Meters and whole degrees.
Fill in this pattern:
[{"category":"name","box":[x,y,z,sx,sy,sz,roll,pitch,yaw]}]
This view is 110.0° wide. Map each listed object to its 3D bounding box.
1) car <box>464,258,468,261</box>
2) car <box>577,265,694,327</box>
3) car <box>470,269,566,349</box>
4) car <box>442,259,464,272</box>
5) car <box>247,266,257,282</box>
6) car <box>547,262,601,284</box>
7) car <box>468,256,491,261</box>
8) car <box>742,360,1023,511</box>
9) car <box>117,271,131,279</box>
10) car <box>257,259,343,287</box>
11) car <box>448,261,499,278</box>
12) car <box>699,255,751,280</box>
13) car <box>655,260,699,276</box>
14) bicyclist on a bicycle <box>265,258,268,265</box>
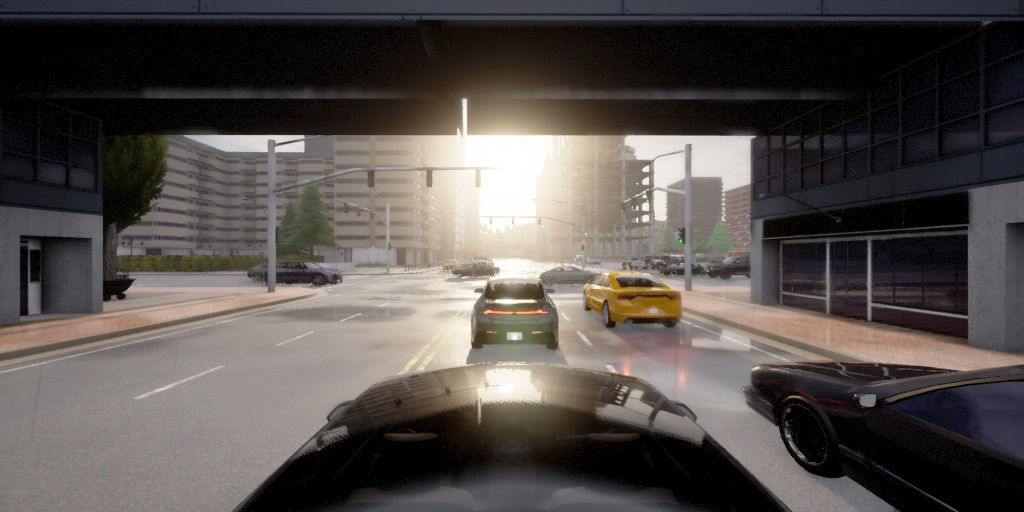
[{"category":"car","box":[-8.041,1.228,57.249,1.882,1.535,5.008,0,0,0]},{"category":"car","box":[3.578,1.228,11.513,1.882,1.535,5.008,0,0,0]},{"category":"car","box":[0.066,1.255,9.143,1.837,1.490,4.892,0,0,0]},{"category":"car","box":[-7.990,1.228,47.676,1.882,1.535,5.008,0,0,0]},{"category":"car","box":[-17.473,1.241,27.478,4.902,1.511,2.128,0,0,-1]},{"category":"car","box":[3.894,1.314,24.219,4.181,1.385,1.994,0,0,-1]},{"category":"car","box":[-4.506,0.971,50.558,2.150,2.045,5.566,0,0,0]},{"category":"car","box":[3.600,1.297,1.687,2.033,1.411,5.357,0,0,0]},{"category":"car","box":[-28.489,1.256,23.917,4.892,1.490,1.837,0,0,0]},{"category":"car","box":[-13.870,1.102,24.012,4.553,1.767,2.097,0,0,-1]},{"category":"car","box":[-3.252,1.351,33.092,1.895,1.301,4.718,0,0,39]},{"category":"car","box":[19.904,0.971,31.375,5.566,2.045,2.150,0,0,1]},{"category":"car","box":[16.892,1.351,34.914,4.718,1.301,1.895,0,0,0]},{"category":"bicyclist on a bicycle","box":[-25.995,1.051,38.409,0.582,1.620,1.656,0,0,0]}]
